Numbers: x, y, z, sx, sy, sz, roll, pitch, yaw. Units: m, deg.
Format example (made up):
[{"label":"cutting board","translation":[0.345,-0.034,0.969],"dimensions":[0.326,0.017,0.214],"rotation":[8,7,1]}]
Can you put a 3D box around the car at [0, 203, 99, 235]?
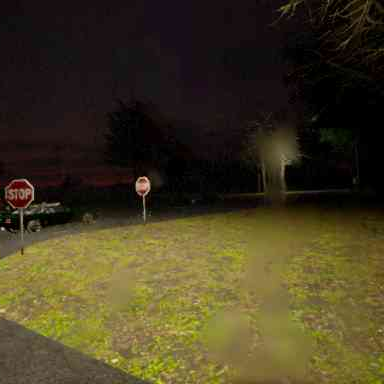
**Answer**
[{"label":"car","translation":[-6.895,1.188,16.181],"dimensions":[1.895,1.301,4.718],"rotation":[-2,1,34]}]

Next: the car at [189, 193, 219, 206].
[{"label":"car","translation":[1.512,0.862,40.972],"dimensions":[2.128,1.511,4.902],"rotation":[-3,0,34]}]

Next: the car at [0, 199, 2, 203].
[{"label":"car","translation":[-13.194,1.198,19.421],"dimensions":[2.097,1.767,4.553],"rotation":[-3,-1,34]}]
